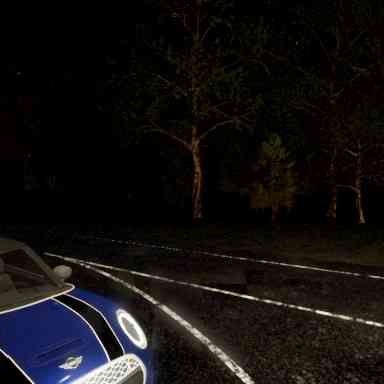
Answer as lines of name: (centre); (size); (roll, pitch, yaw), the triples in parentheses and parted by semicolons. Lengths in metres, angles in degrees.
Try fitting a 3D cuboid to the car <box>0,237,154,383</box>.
car: (-2.582, 1.338, 3.726); (4.553, 1.767, 2.097); (1, 0, 35)
